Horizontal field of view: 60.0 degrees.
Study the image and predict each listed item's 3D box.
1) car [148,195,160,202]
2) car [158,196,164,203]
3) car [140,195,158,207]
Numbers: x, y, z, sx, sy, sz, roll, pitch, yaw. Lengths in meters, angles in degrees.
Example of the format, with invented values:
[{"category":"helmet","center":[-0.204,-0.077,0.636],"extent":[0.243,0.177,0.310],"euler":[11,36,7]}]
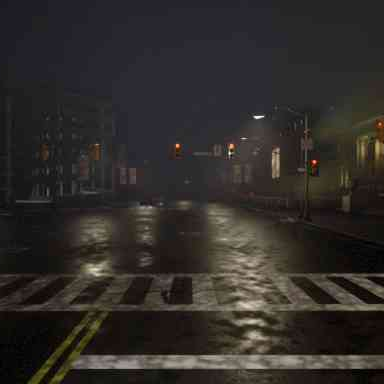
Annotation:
[{"category":"car","center":[-9.190,1.499,80.346],"extent":[1.837,1.490,4.892],"euler":[0,0,-21]},{"category":"car","center":[-6.962,1.477,68.624],"extent":[1.882,1.535,5.008],"euler":[0,0,1]},{"category":"car","center":[-7.012,1.547,52.524],"extent":[2.033,1.411,5.357],"euler":[0,0,0]}]
